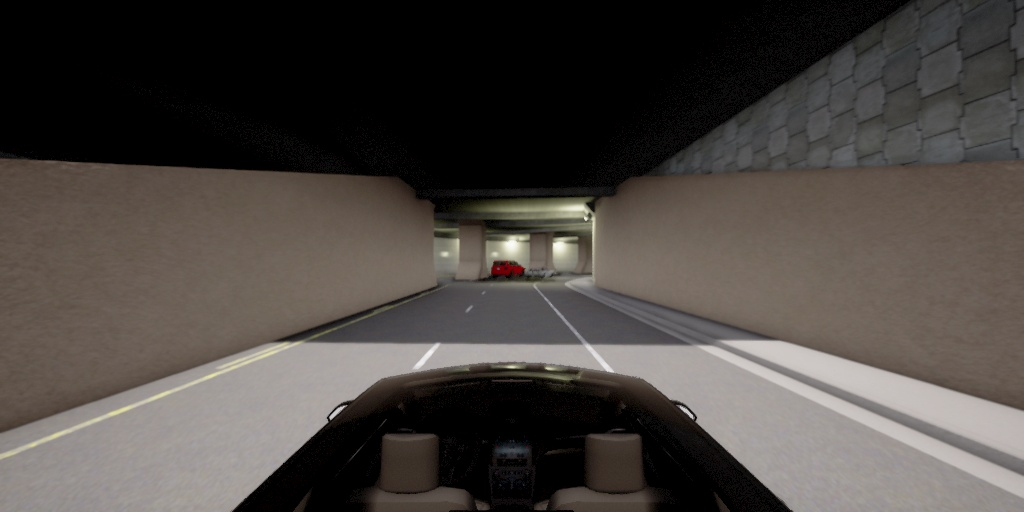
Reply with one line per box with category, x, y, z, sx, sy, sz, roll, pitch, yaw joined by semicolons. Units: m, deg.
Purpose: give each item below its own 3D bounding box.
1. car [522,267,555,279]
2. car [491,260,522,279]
car;3.231;1.891;40.344;1.895;1.301;4.718;0;-1;26
car;-0.338;1.523;41.036;2.150;2.045;5.566;-1;-1;25
